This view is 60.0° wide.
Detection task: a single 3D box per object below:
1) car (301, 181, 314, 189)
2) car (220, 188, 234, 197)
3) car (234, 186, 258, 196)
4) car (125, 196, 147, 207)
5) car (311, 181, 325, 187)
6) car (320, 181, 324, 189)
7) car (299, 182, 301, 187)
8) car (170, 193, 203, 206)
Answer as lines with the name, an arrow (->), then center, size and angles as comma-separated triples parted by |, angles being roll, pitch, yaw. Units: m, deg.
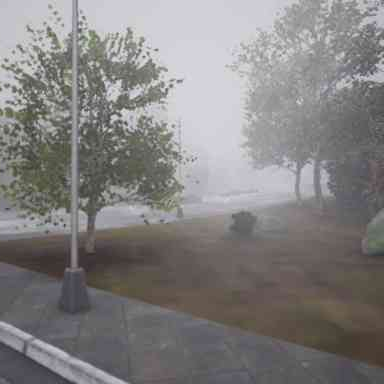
car -> 27.889, -1.494, 79.511 | 2.128, 1.511, 4.902 | 0, 3, 13
car -> 6.566, 0.055, 56.628 | 1.837, 1.490, 4.892 | 0, 3, 38
car -> 9.325, -0.287, 54.472 | 1.812, 1.442, 4.674 | 0, 3, 38
car -> -6.139, 1.035, 40.883 | 1.994, 1.385, 4.181 | 0, 2, 39
car -> 33.567, -2.126, 88.944 | 2.128, 1.511, 4.902 | 0, 3, 4
car -> 31.432, -1.503, 79.114 | 2.128, 1.511, 4.902 | 0, 3, 13
car -> 30.090, -2.182, 89.353 | 1.882, 1.535, 5.008 | 0, 3, 4
car -> -0.783, 0.864, 41.977 | 2.033, 1.411, 5.357 | 0, 3, 38
